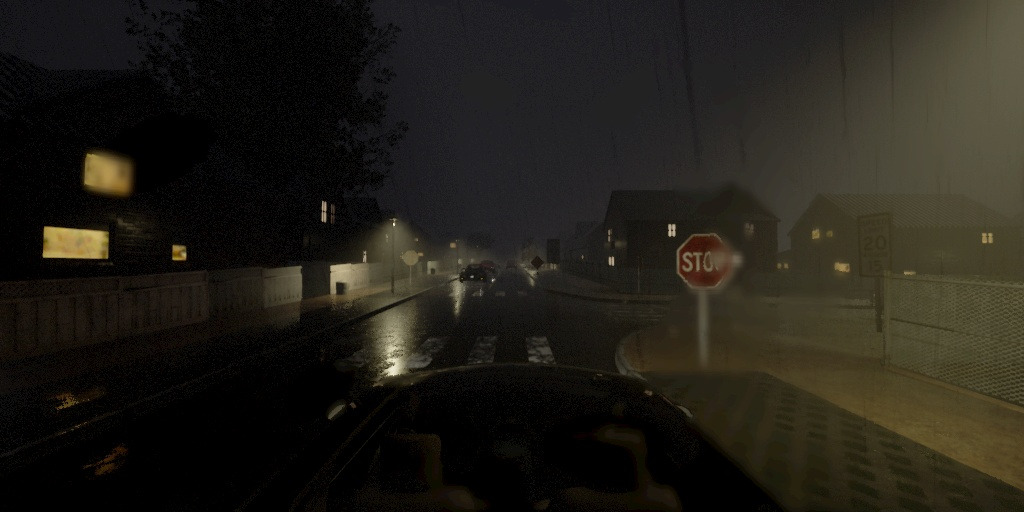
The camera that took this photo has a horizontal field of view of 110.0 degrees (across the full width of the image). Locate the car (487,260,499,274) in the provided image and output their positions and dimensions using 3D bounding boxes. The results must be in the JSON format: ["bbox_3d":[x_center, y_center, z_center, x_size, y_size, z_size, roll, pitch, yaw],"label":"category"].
[{"bbox_3d":[-2.928,1.277,42.109,1.882,1.535,5.008,0,0,0],"label":"car"}]

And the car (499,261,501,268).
[{"bbox_3d":[-2.873,1.478,61.389,1.895,1.301,4.718,0,0,0],"label":"car"}]

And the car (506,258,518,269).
[{"bbox_3d":[-0.062,1.383,57.300,2.033,1.411,5.357,0,0,0],"label":"car"}]

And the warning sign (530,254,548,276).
[{"bbox_3d":[2.451,0.900,34.058,1.300,1.860,1.060,0,0,0],"label":"warning sign"}]

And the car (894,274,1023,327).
[{"bbox_3d":[16.382,1.439,12.100,4.553,1.767,2.097,1,-2,0],"label":"car"}]

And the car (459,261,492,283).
[{"bbox_3d":[-2.901,1.341,27.916,1.994,1.385,4.181,0,0,0],"label":"car"}]

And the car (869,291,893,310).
[{"bbox_3d":[18.070,1.817,15.020,4.718,1.301,1.895,1,-2,0],"label":"car"}]
